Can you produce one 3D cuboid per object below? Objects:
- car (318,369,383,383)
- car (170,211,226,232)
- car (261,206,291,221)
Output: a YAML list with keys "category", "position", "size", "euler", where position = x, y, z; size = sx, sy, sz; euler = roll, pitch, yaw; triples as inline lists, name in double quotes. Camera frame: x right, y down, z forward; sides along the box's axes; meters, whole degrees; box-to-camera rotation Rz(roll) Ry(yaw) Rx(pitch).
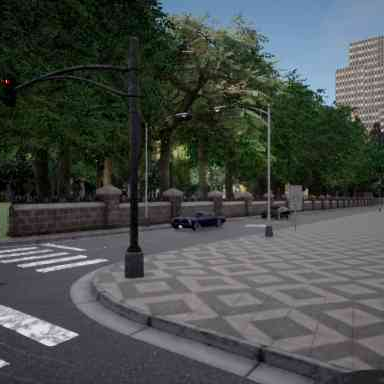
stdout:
- category: "car"
  position: [2.518, 1.551, 1.167]
  size: [4.403, 1.369, 2.008]
  euler: [0, 0, 36]
- category: "car"
  position: [0.504, 2.036, 23.881]
  size: [1.895, 1.301, 4.718]
  euler: [0, -1, 35]
- category: "car"
  position: [9.164, 2.225, 36.130]
  size: [1.882, 1.535, 5.008]
  euler: [0, -2, 35]
